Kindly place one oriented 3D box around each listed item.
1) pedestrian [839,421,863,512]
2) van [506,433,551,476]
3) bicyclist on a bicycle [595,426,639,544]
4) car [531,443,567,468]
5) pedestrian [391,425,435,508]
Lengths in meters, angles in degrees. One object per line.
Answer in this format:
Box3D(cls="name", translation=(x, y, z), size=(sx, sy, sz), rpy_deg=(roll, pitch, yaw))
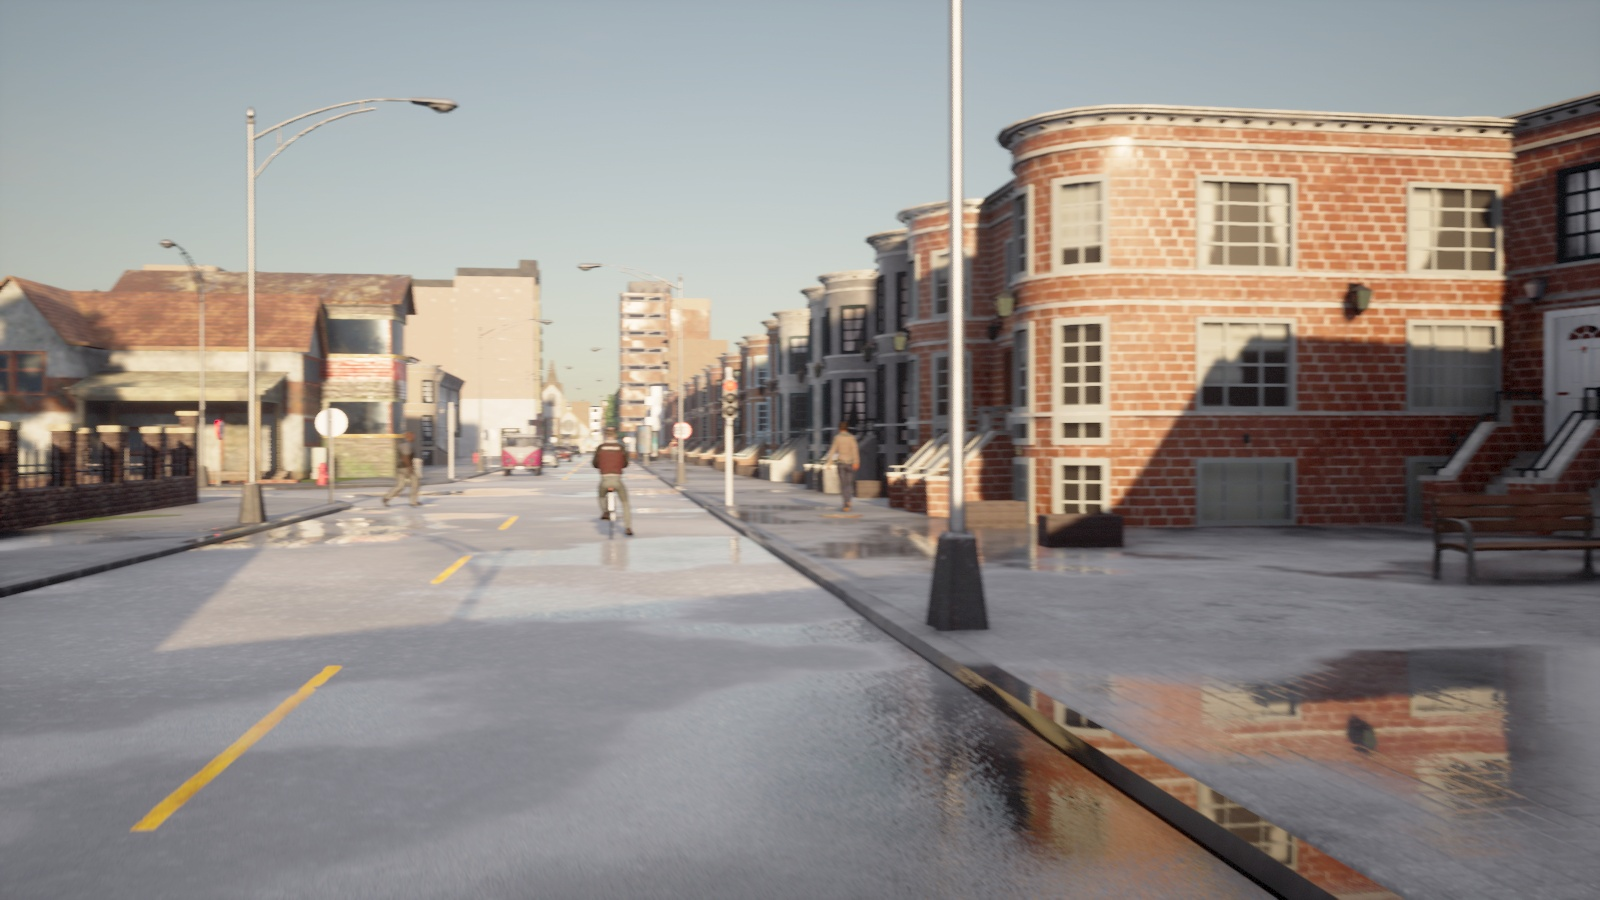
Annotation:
Box3D(cls="pedestrian", translation=(1.028, 0.322, 25.252), size=(0.328, 1.805, 0.869), rpy_deg=(0, 0, -8))
Box3D(cls="van", translation=(-12.921, 0.205, 59.935), size=(1.775, 1.987, 4.442), rpy_deg=(0, 0, -8))
Box3D(cls="bicyclist on a bicycle", translation=(-2.905, 0.517, 19.915), size=(0.659, 1.776, 1.843), rpy_deg=(0, 1, -8))
Box3D(cls="car", translation=(-15.737, 0.305, 78.829), size=(2.007, 1.525, 4.514), rpy_deg=(0, 0, -8))
Box3D(cls="pedestrian", translation=(-8.923, 0.375, 28.952), size=(0.849, 1.883, 0.563), rpy_deg=(0, 0, -33))
